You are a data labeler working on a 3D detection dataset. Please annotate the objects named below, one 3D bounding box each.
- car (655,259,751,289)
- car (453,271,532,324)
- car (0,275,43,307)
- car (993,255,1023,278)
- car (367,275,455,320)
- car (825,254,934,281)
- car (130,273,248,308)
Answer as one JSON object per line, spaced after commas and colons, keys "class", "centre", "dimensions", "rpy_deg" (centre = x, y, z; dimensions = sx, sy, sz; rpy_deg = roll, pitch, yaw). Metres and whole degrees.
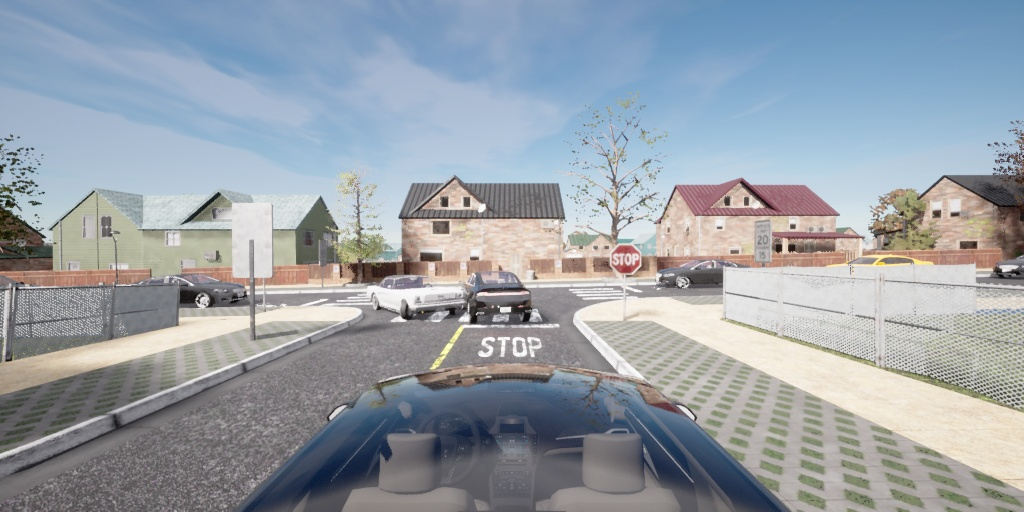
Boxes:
{"class": "car", "centre": [10.341, 0.925, 19.462], "dimensions": [4.902, 1.511, 2.128], "rpy_deg": [-1, 1, 0]}
{"class": "car", "centre": [-0.679, 1.242, 12.060], "dimensions": [2.128, 1.511, 4.902], "rpy_deg": [0, 0, -12]}
{"class": "car", "centre": [-24.231, 1.647, 16.388], "dimensions": [4.553, 1.767, 2.097], "rpy_deg": [-1, 1, 0]}
{"class": "car", "centre": [29.396, 0.478, 19.525], "dimensions": [4.902, 1.511, 2.128], "rpy_deg": [-1, 1, 0]}
{"class": "car", "centre": [-3.596, 1.367, 12.921], "dimensions": [1.895, 1.301, 4.718], "rpy_deg": [0, 0, -38]}
{"class": "car", "centre": [19.772, 0.690, 19.493], "dimensions": [5.008, 1.535, 1.882], "rpy_deg": [-1, 1, 0]}
{"class": "car", "centre": [-14.893, 1.566, 16.423], "dimensions": [4.902, 1.511, 2.128], "rpy_deg": [-1, 1, 0]}
